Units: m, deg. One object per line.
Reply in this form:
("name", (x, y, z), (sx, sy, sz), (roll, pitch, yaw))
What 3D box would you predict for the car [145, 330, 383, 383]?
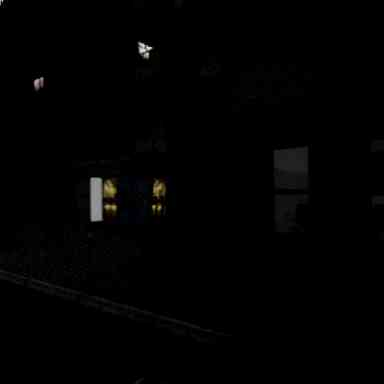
("car", (1.477, 1.567, 1.837), (4.313, 1.339, 1.947), (0, -1, 36))
